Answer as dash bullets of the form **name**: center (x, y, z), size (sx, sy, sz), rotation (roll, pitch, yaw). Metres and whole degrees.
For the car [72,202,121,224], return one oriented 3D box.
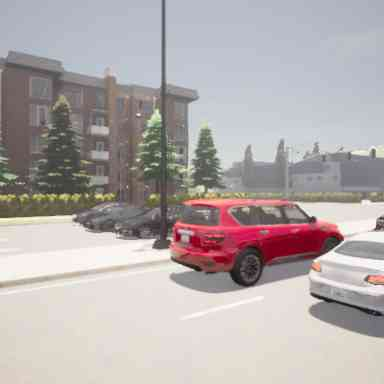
- **car**: center (-5.597, 1.479, 22.730), size (4.902, 1.511, 2.128), rotation (0, 0, -36)

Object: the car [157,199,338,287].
- **car**: center (2.046, 1.212, 9.549), size (5.566, 2.045, 2.150), rotation (0, 0, -35)

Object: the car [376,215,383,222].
- **car**: center (10.568, 1.469, 15.707), size (4.902, 1.511, 2.128), rotation (0, 0, -35)

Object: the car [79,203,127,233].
- **car**: center (-4.093, 1.553, 19.504), size (4.181, 1.385, 1.994), rotation (0, 0, -36)

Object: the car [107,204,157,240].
- **car**: center (-1.526, 1.493, 17.035), size (4.892, 1.490, 1.837), rotation (0, 0, -36)

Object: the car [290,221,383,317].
- **car**: center (4.339, 1.516, 6.876), size (4.674, 1.442, 1.812), rotation (0, 0, -35)
